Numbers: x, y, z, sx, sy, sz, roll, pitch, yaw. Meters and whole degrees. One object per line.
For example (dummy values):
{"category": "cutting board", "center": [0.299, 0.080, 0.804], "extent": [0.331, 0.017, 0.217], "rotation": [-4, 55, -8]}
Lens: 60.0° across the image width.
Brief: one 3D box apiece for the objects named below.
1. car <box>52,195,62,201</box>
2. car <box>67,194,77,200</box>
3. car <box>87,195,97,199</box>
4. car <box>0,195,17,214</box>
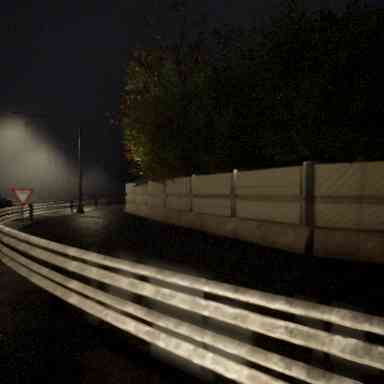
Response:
{"category": "car", "center": [-33.080, 1.424, 81.468], "extent": [1.837, 1.490, 4.892], "rotation": [0, 0, -24]}
{"category": "car", "center": [-29.806, 1.289, 82.711], "extent": [2.097, 1.767, 4.553], "rotation": [0, 0, -24]}
{"category": "car", "center": [-24.883, 1.422, 83.079], "extent": [1.882, 1.535, 5.008], "rotation": [0, 0, -8]}
{"category": "car", "center": [-17.348, 1.252, 29.137], "extent": [2.150, 2.045, 5.566], "rotation": [-1, 0, -7]}
